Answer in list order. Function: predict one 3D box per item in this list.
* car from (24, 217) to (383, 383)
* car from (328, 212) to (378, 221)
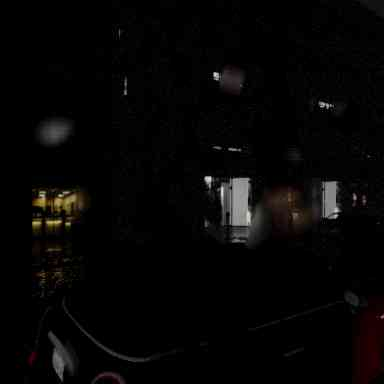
[{"bbox_3d":[0.693,1.353,3.813,4.553,1.767,2.097,0,0,-36],"label":"car"},{"bbox_3d":[7.172,1.583,15.538,4.206,1.307,1.802,0,0,-35],"label":"car"}]
